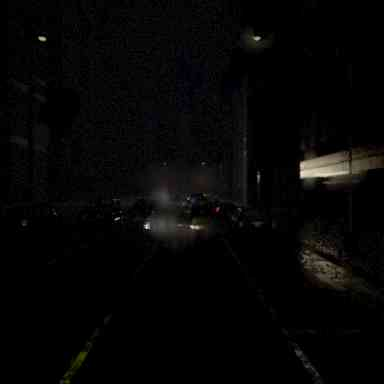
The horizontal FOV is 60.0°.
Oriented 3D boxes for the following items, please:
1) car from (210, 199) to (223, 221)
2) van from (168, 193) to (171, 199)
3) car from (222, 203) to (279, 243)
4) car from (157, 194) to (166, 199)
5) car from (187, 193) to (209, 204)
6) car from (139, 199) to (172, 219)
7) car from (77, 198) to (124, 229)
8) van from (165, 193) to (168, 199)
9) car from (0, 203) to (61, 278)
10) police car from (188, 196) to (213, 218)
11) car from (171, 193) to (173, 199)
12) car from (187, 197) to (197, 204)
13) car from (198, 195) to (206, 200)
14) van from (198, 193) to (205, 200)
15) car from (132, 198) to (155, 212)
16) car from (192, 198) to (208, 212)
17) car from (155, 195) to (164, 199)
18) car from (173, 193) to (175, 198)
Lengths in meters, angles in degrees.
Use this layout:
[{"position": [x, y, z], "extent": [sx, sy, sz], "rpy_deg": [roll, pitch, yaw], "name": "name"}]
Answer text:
[{"position": [2.754, 1.550, 27.196], "extent": [1.947, 1.339, 4.313], "rpy_deg": [0, 0, 0], "name": "car"}, {"position": [-5.781, 1.303, 66.675], "extent": [1.690, 1.788, 3.998], "rpy_deg": [0, 0, 0], "name": "van"}, {"position": [2.756, 1.430, 15.915], "extent": [1.967, 1.590, 4.097], "rpy_deg": [0, 0, 0], "name": "car"}, {"position": [-5.778, 1.494, 55.223], "extent": [1.752, 1.417, 4.829], "rpy_deg": [0, 0, 0], "name": "car"}, {"position": [0.691, 1.196, 45.589], "extent": [2.150, 2.045, 5.566], "rpy_deg": [0, 0, -1], "name": "car"}, {"position": [-3.104, 1.547, 29.103], "extent": [1.994, 1.385, 4.181], "rpy_deg": [0, 0, 0], "name": "car"}, {"position": [-5.771, 1.302, 21.548], "extent": [2.192, 1.841, 5.009], "rpy_deg": [0, 0, 0], "name": "car"}, {"position": [-5.780, 1.307, 61.034], "extent": [1.690, 1.788, 3.998], "rpy_deg": [0, 0, 0], "name": "van"}, {"position": [-5.769, 1.308, 10.267], "extent": [2.192, 1.841, 5.009], "rpy_deg": [0, 0, 0], "name": "car"}, {"position": [0.837, 1.408, 29.681], "extent": [1.930, 1.638, 5.238], "rpy_deg": [0, 0, -1], "name": "police car"}, {"position": [-5.782, 1.399, 72.315], "extent": [1.967, 1.590, 4.097], "rpy_deg": [0, 0, 0], "name": "car"}, {"position": [-0.014, 1.566, 62.728], "extent": [1.895, 1.301, 4.718], "rpy_deg": [0, 0, 0], "name": "car"}, {"position": [2.740, 1.515, 89.244], "extent": [1.947, 1.339, 4.313], "rpy_deg": [0, 0, 0], "name": "car"}, {"position": [2.738, 1.287, 94.885], "extent": [1.690, 1.788, 3.998], "rpy_deg": [0, 0, 0], "name": "van"}, {"position": [-5.774, 1.544, 38.471], "extent": [1.947, 1.339, 4.313], "rpy_deg": [0, 0, 0], "name": "car"}, {"position": [0.891, 1.503, 39.581], "extent": [1.812, 1.442, 4.674], "rpy_deg": [0, 0, 0], "name": "car"}, {"position": [-5.777, 1.522, 49.753], "extent": [2.008, 1.369, 4.403], "rpy_deg": [0, 0, 0], "name": "car"}, {"position": [-5.784, 1.271, 77.957], "extent": [2.192, 1.841, 5.009], "rpy_deg": [0, 0, 0], "name": "car"}]
